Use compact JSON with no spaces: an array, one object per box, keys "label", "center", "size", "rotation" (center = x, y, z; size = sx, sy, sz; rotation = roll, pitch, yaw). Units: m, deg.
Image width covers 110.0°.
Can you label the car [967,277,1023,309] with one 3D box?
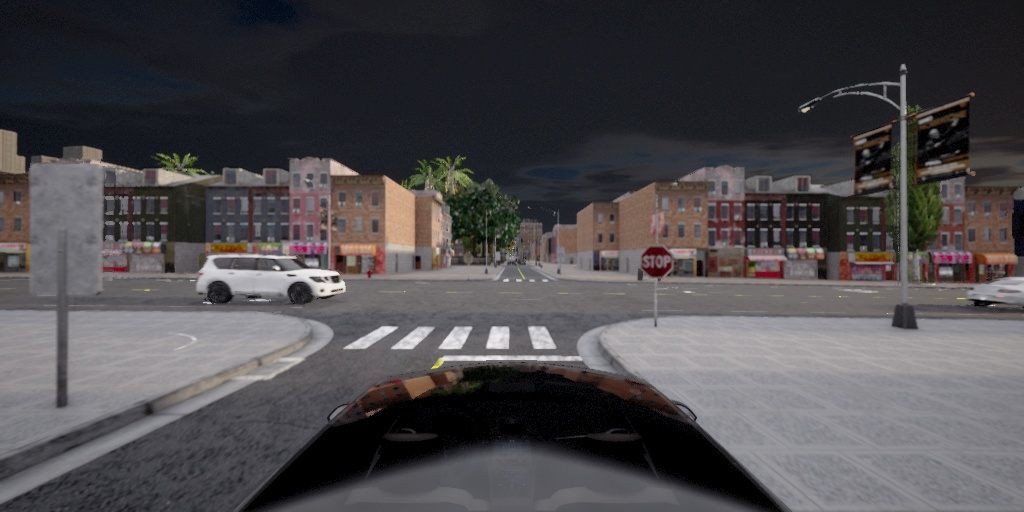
[{"label":"car","center":[22.816,1.650,15.617],"size":[4.674,1.442,1.812],"rotation":[1,0,0]}]

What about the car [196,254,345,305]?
[{"label":"car","center":[-10.292,0.958,15.497],"size":[5.566,2.045,2.150],"rotation":[1,0,0]}]
